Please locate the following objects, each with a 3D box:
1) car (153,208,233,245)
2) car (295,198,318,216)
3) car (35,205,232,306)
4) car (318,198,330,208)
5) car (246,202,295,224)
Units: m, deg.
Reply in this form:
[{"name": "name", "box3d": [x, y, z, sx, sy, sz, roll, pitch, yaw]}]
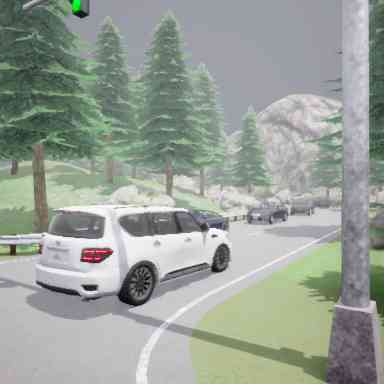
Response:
[{"name": "car", "box3d": [0.189, 1.580, 16.688, 1.994, 1.385, 4.181, 0, 0, 34]}, {"name": "car", "box3d": [11.222, 1.524, 33.563, 1.837, 1.490, 4.892, 0, 0, 27]}, {"name": "car", "box3d": [-1.022, 1.350, 8.436, 2.150, 2.045, 5.566, 0, -1, 34]}, {"name": "car", "box3d": [17.491, 1.546, 47.529, 2.128, 1.511, 4.902, 1, -1, -17]}, {"name": "car", "box3d": [5.738, 1.509, 24.941, 2.128, 1.511, 4.902, 0, 0, 34]}]
